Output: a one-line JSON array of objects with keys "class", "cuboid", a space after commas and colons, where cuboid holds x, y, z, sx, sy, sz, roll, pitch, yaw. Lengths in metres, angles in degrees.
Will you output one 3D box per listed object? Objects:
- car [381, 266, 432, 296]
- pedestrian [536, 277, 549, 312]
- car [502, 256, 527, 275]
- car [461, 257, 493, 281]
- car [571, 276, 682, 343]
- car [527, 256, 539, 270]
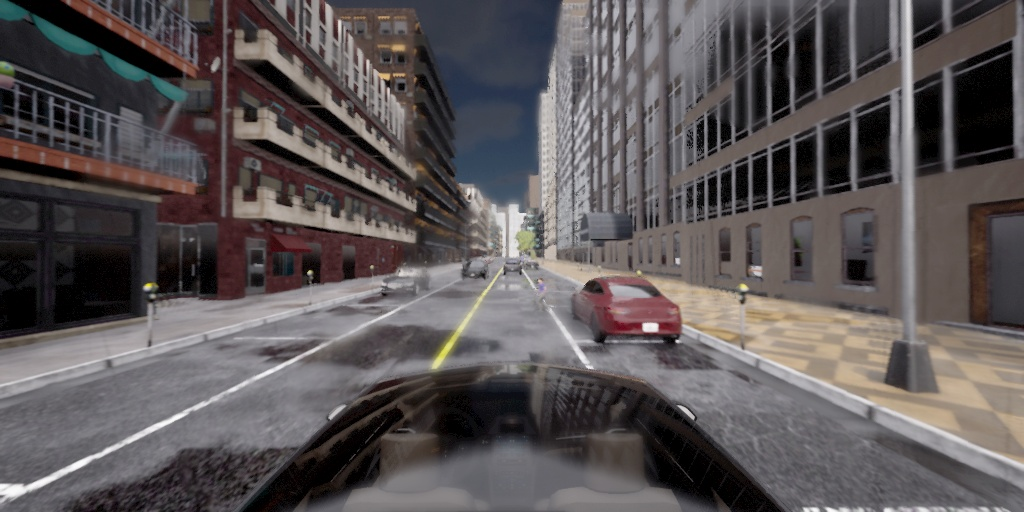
[{"class": "car", "cuboid": [-5.318, 1.215, 18.442, 2.007, 1.370, 4.403, 0, 0, 0]}, {"class": "pedestrian", "cuboid": [1.076, 1.270, 12.264, 0.375, 1.300, 0.375, 1, -1, 0]}, {"class": "car", "cuboid": [0.077, 1.068, 36.007, 2.128, 1.511, 4.902, 0, 0, 0]}, {"class": "car", "cuboid": [-2.850, 1.090, 28.656, 1.882, 1.535, 5.008, 0, 0, 0]}, {"class": "car", "cuboid": [2.748, 1.237, 9.418, 1.812, 1.442, 4.674, 0, 0, 0]}, {"class": "car", "cuboid": [2.558, 1.074, 46.489, 2.007, 1.370, 4.403, 0, 0, 0]}]
